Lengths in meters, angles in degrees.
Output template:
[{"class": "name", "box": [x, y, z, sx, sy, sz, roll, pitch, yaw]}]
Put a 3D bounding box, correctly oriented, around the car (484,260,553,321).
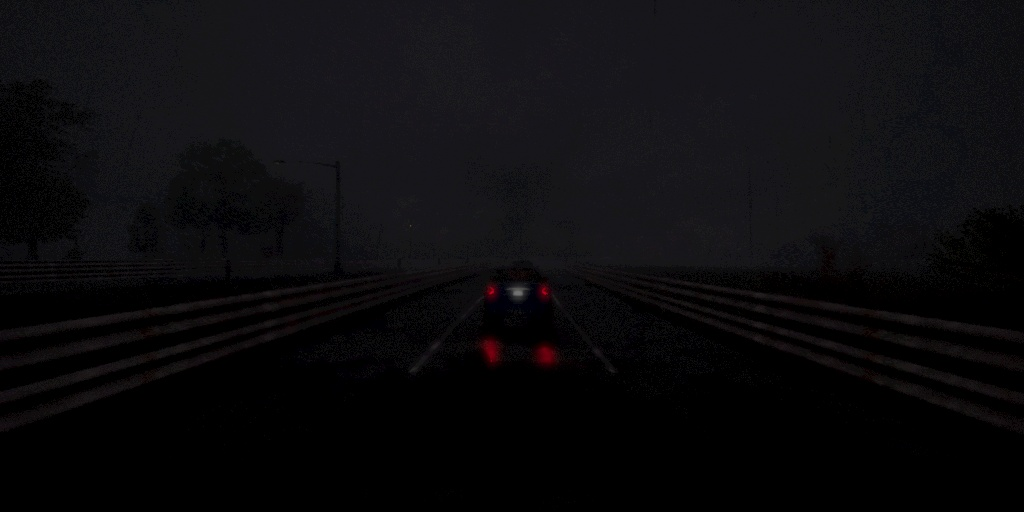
[{"class": "car", "box": [0.245, 1.112, 12.651, 2.097, 1.767, 4.553, 0, 0, 2]}]
